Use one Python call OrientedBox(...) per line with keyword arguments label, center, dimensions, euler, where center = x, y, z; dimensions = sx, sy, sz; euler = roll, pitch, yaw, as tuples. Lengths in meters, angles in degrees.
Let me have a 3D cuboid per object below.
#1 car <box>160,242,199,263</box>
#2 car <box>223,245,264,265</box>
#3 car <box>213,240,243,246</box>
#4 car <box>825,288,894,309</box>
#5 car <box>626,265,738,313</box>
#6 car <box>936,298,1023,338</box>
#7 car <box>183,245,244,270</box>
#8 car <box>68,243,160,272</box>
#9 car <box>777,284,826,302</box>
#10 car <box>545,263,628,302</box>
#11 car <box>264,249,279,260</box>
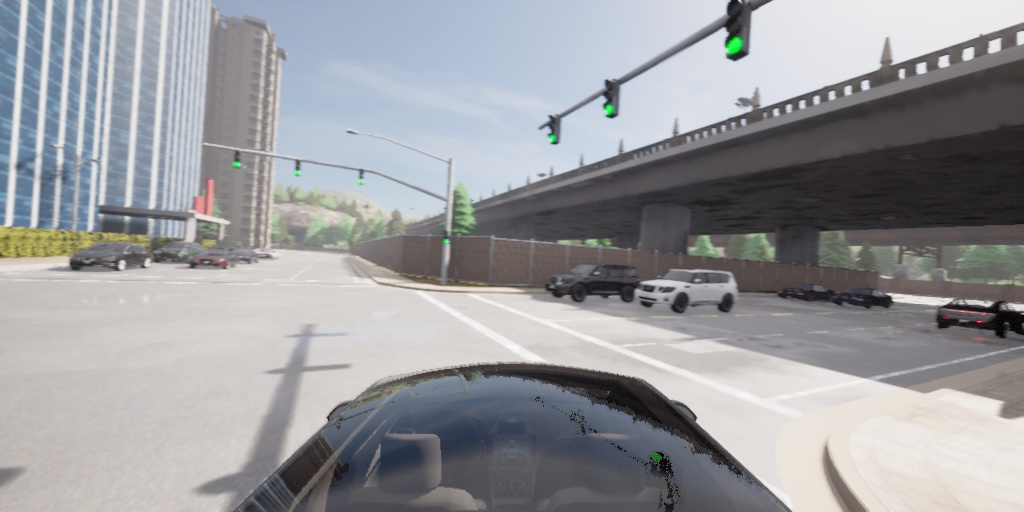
OrientedBox(label="car", center=(-26.349, -0.347, 28.572), dimensions=(2.097, 1.767, 4.553), euler=(4, 0, -26))
OrientedBox(label="car", center=(-24.578, -0.038, 32.889), dimensions=(1.812, 1.442, 4.674), euler=(4, 0, -26))
OrientedBox(label="car", center=(-32.373, -0.767, 40.966), dimensions=(2.150, 2.045, 5.566), euler=(4, 0, -26))
OrientedBox(label="car", center=(25.786, 3.062, 26.276), dimensions=(5.357, 1.411, 2.033), euler=(4, 0, -26))
OrientedBox(label="car", center=(8.779, 1.648, 17.883), dimensions=(5.566, 2.045, 2.150), euler=(4, 0, -26))
OrientedBox(label="car", center=(21.025, 2.666, 16.031), dimensions=(4.902, 1.511, 2.128), euler=(4, 0, -26))
OrientedBox(label="car", center=(-20.863, 0.178, 25.280), dimensions=(1.994, 1.385, 4.181), euler=(4, 0, -26))
OrientedBox(label="car", center=(-22.196, 0.005, 20.050), dimensions=(1.837, 1.490, 4.892), euler=(4, 0, -26))
OrientedBox(label="car", center=(24.224, 2.987, 29.407), dimensions=(5.357, 1.411, 2.033), euler=(4, 0, -26))
OrientedBox(label="car", center=(4.556, 1.403, 19.724), dimensions=(5.566, 2.045, 2.150), euler=(4, 0, -26))
OrientedBox(label="car", center=(-29.849, -0.216, 43.722), dimensions=(1.895, 1.301, 4.718), euler=(4, 0, -26))
